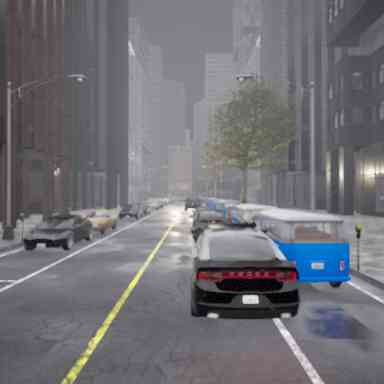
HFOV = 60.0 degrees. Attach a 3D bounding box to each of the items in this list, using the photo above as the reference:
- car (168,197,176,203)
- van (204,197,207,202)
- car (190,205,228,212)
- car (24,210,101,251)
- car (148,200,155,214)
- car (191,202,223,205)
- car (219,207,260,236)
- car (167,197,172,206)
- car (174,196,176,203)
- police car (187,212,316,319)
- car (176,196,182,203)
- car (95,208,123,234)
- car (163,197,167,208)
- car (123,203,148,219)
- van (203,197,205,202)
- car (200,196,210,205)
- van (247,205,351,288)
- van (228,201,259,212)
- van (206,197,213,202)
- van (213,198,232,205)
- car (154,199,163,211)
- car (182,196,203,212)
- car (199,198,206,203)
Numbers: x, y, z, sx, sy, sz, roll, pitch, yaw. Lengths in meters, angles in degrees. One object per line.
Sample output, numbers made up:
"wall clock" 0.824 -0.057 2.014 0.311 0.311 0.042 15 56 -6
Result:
"car" -5.603 2.238 93.486 1.967 1.590 4.097 0 -1 0
"van" 2.837 1.691 42.913 1.690 1.788 3.998 0 0 0
"car" 0.933 1.647 17.641 1.837 1.490 4.892 0 0 0
"car" -5.735 1.689 14.826 1.947 1.339 4.313 0 0 0
"car" -5.697 1.875 37.300 1.947 1.339 4.313 0 0 0
"car" 0.943 1.717 23.641 1.812 1.442 4.674 0 0 0
"car" 2.800 1.708 20.439 1.887 1.381 4.507 0 0 0
"car" -5.650 2.100 65.393 2.008 1.369 4.403 0 0 0
"car" -5.621 2.242 82.249 1.887 1.381 4.507 0 -1 0
"police car" 0.916 1.487 7.752 1.930 1.638 5.238 0 0 0
"car" -2.840 2.357 93.191 1.994 1.385 4.181 0 -1 0
"car" -5.726 1.693 20.275 1.752 1.417 4.829 0 0 0
"car" -5.669 1.892 54.157 1.967 1.590 4.097 0 0 0
"car" -5.706 1.828 31.682 1.947 1.339 4.313 0 0 0
"van" 2.847 1.739 48.531 1.690 1.788 3.998 0 0 0
"car" 2.894 1.957 76.622 2.192 1.841 5.009 0 -1 0
"van" 2.780 1.413 9.203 1.690 1.788 3.998 0 0 0
"van" 2.790 1.459 14.822 1.690 1.788 3.998 0 0 0
"van" 2.828 1.644 37.294 1.690 1.788 3.998 0 0 0
"van" 2.809 1.551 26.058 1.690 1.788 3.998 0 0 0
"car" -5.678 1.928 48.368 1.752 1.417 4.829 0 0 0
"car" 0.104 1.596 45.585 2.150 2.045 5.566 0 0 1
"car" 2.923 2.343 93.475 2.008 1.369 4.403 0 -1 0
